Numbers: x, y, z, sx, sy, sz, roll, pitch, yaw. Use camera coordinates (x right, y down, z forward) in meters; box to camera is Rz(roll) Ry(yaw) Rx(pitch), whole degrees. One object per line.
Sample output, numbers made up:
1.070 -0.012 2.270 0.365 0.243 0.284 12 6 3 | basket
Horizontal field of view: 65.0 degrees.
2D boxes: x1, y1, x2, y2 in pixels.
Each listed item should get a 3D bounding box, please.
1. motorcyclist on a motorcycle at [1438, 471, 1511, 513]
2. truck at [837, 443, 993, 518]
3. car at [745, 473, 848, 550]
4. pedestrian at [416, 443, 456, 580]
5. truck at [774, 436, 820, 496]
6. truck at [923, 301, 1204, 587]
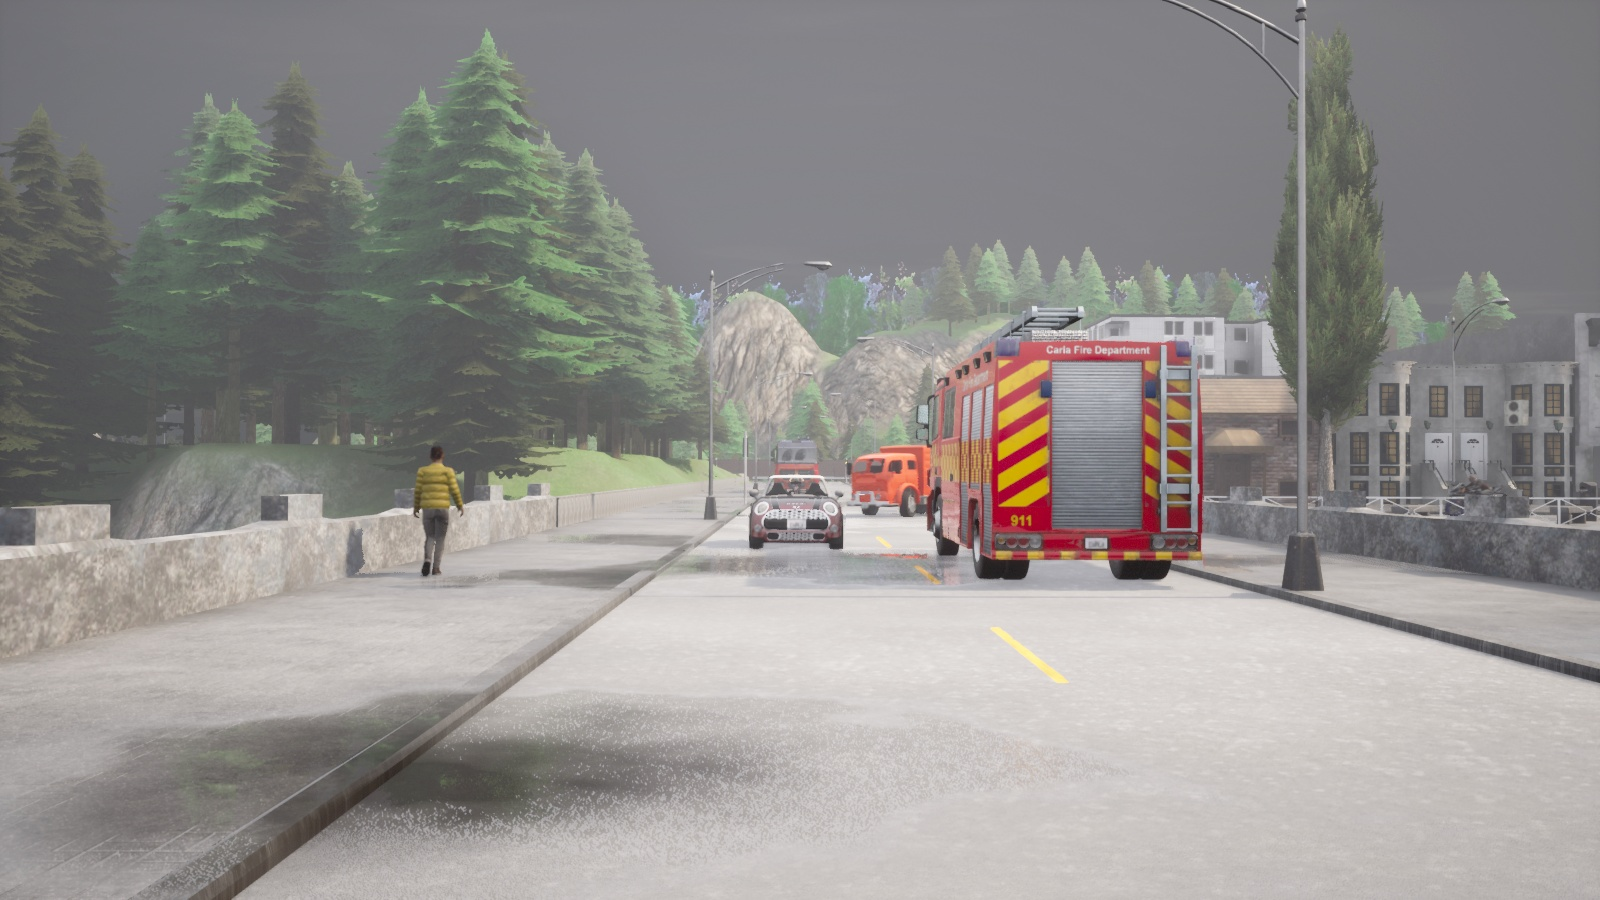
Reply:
24.571 1.518 45.771 2.191 1.530 0.866 0 -1 0 | motorcyclist on a motorcycle
4.091 1.049 44.201 5.204 2.467 2.627 0 -2 -43 | truck
-0.059 1.217 26.066 1.970 1.475 3.806 0 -1 0 | car
-4.985 0.833 17.217 0.431 1.840 0.709 0 -1 -8 | pedestrian
-0.215 1.065 84.454 2.891 3.827 8.468 0 -1 0 | truck
3.942 -0.013 21.061 2.891 3.827 8.468 0 -1 0 | truck
